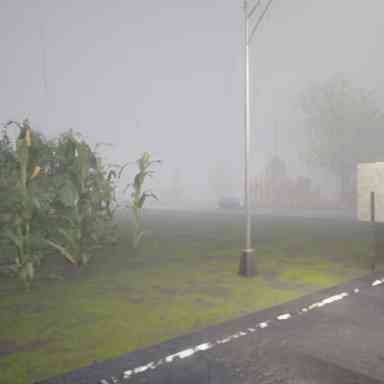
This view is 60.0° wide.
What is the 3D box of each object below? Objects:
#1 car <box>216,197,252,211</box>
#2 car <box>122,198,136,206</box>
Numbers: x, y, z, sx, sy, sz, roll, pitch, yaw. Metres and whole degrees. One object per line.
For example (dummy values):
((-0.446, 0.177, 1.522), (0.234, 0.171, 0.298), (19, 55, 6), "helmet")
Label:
((5.063, 1.356, 39.989), (2.097, 1.767, 4.553), (-1, 0, -40), "car")
((-10.914, 1.752, 59.957), (1.994, 1.385, 4.181), (-1, 0, -37), "car")
